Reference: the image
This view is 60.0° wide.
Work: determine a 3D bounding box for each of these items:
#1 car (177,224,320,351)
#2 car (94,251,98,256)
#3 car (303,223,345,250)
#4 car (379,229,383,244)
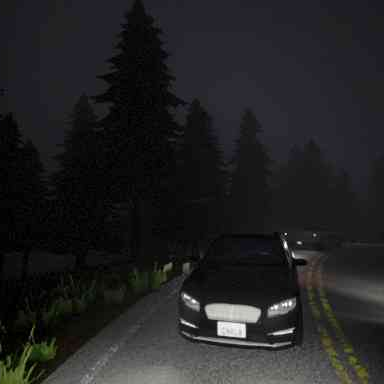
[{"bbox_3d":[1.139,1.562,6.640,2.128,1.511,4.902,-1,-2,15],"label":"car"},{"bbox_3d":[-20.224,13.650,73.020,4.181,1.381,1.994,-2,-5,31],"label":"car"},{"bbox_3d":[6.614,2.321,17.863,1.895,1.301,4.718,-3,-6,39],"label":"car"},{"bbox_3d":[18.217,3.547,27.721,5.566,2.045,2.150,8,-7,-25],"label":"car"}]
